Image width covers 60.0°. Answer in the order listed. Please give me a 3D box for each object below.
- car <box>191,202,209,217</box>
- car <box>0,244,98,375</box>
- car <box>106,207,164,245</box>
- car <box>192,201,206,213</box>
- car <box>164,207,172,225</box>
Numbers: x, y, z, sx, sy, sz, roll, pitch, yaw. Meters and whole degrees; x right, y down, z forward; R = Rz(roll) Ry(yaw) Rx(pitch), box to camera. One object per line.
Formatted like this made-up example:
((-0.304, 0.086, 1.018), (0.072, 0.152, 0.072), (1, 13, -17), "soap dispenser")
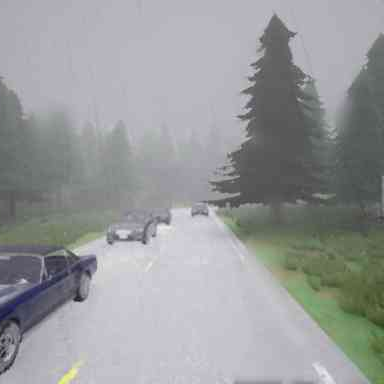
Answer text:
((0.875, 2.082, 36.813), (1.895, 1.301, 4.718), (0, -1, 1), "car")
((-3.231, 1.675, 5.813), (1.895, 1.301, 4.718), (0, -1, 1), "car")
((-2.911, 1.711, 16.912), (2.128, 1.511, 4.902), (0, -1, 2), "car")
((1.090, 2.088, 46.738), (1.882, 1.535, 5.008), (0, -1, 2), "car")
((-2.698, 1.915, 27.062), (1.994, 1.385, 4.181), (0, -1, 1), "car")
